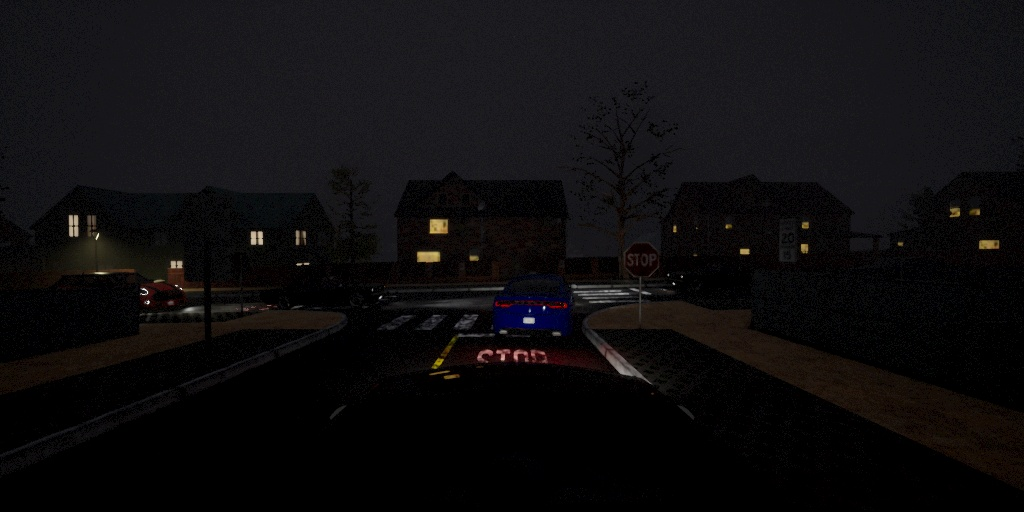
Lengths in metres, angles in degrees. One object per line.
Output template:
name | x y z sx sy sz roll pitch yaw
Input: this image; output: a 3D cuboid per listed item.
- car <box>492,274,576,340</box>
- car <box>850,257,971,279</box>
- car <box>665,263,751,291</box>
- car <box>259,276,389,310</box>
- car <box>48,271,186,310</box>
car | 0.782 1.226 10.090 1.882 1.535 5.008 0 0 10
car | 20.047 0.753 18.271 5.357 1.411 2.033 -1 1 0
car | 10.402 1.034 18.230 4.718 1.301 1.895 -1 1 -1
car | -7.819 1.506 15.294 4.718 1.301 1.895 -1 1 0
car | -16.806 1.471 15.282 4.553 1.767 2.097 -1 1 0
